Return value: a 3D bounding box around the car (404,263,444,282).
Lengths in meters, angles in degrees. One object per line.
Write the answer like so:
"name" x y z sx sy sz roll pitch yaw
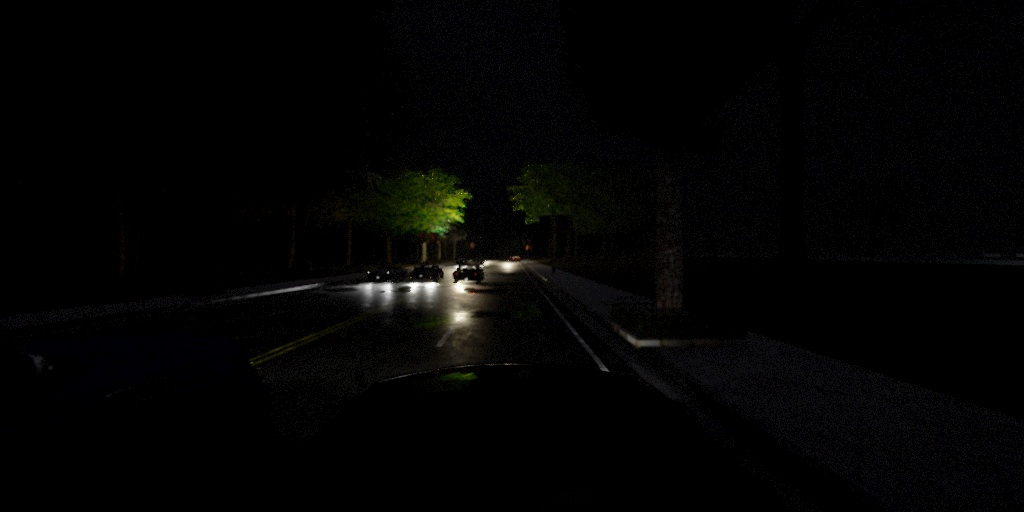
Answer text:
"car" -6.585 1.242 27.904 1.994 1.385 4.181 0 0 0

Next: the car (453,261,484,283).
"car" -3.141 1.284 26.791 1.895 1.301 4.718 0 0 0

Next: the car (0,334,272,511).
"car" -3.150 0.972 0.708 2.150 2.045 5.566 0 0 0

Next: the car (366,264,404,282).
"car" -9.837 1.277 28.536 1.895 1.301 4.718 0 0 0
